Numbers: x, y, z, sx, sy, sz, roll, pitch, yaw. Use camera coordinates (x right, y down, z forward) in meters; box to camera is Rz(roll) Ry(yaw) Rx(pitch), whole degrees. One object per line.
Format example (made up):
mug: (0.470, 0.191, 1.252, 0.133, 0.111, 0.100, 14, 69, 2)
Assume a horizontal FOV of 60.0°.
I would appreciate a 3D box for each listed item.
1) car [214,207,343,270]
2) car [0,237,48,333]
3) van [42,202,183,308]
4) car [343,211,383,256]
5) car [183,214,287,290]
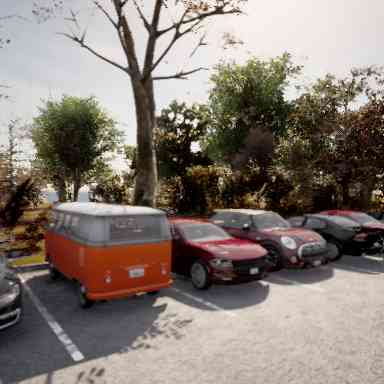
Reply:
car: (2.247, 1.410, 11.224, 2.185, 1.767, 4.553, 0, 0, -35)
car: (-4.535, 1.481, 6.359, 2.231, 1.521, 4.892, 0, 0, -35)
van: (-2.297, 1.273, 8.089, 1.878, 1.987, 4.442, 1, 0, -35)
car: (4.565, 1.555, 12.834, 2.097, 1.535, 5.008, 0, 0, -35)
car: (-0.038, 1.517, 9.564, 2.097, 1.535, 5.008, 0, 0, -35)
